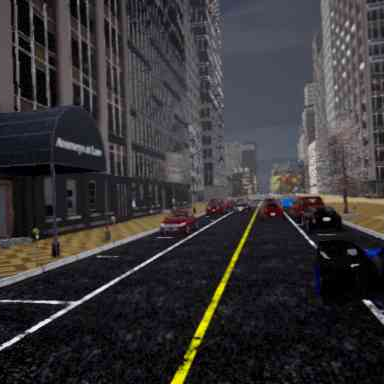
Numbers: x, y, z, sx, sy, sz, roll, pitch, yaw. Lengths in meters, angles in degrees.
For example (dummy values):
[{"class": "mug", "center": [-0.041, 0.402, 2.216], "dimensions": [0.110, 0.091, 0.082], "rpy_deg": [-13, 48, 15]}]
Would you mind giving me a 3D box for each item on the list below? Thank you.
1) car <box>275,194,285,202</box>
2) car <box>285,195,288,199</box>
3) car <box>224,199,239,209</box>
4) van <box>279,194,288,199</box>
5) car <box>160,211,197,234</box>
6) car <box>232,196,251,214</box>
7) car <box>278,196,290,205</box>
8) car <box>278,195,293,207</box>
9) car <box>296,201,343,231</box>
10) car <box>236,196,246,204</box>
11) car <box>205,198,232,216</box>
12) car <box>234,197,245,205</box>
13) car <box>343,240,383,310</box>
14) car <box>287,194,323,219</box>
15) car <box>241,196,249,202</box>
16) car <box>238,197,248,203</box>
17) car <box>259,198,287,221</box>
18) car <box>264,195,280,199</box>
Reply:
[{"class": "car", "center": [19.310, 1.376, 73.356], "dimensions": [1.967, 1.590, 4.097], "rpy_deg": [-2, -1, 12]}, {"class": "car", "center": [9.797, 1.330, 30.075], "dimensions": [1.967, 1.590, 4.097], "rpy_deg": [-2, -1, 12]}, {"class": "car", "center": [6.382, 1.852, 53.511], "dimensions": [1.887, 1.381, 4.507], "rpy_deg": [-2, -1, 12]}, {"class": "van", "center": [13.360, 1.248, 46.306], "dimensions": [1.690, 1.788, 3.998], "rpy_deg": [-2, -1, 12]}, {"class": "car", "center": [-0.751, 1.854, 21.049], "dimensions": [1.802, 1.307, 4.206], "rpy_deg": [-2, -1, 12]}, {"class": "car", "center": [5.834, 1.660, 38.734], "dimensions": [2.128, 1.511, 4.902], "rpy_deg": [-3, -1, 13]}, {"class": "car", "center": [15.783, 1.444, 57.290], "dimensions": [1.752, 1.417, 4.829], "rpy_deg": [-2, -1, 12]}, {"class": "car", "center": [14.554, 1.353, 51.715], "dimensions": [1.967, 1.590, 4.097], "rpy_deg": [-2, -1, 12]}, {"class": "car", "center": [7.425, 1.443, 19.253], "dimensions": [1.947, 1.339, 4.313], "rpy_deg": [-2, -1, 12]}, {"class": "car", "center": [11.134, 1.771, 75.152], "dimensions": [1.967, 1.590, 4.097], "rpy_deg": [-2, -1, 12]}, {"class": "car", "center": [2.805, 1.605, 37.282], "dimensions": [2.192, 1.841, 5.009], "rpy_deg": [-2, -1, 12]}, {"class": "car", "center": [9.949, 1.870, 69.740], "dimensions": [1.887, 1.381, 4.507], "rpy_deg": [-2, -1, 12]}, {"class": "car", "center": [3.946, 1.354, 4.992], "dimensions": [1.882, 1.535, 5.008], "rpy_deg": [-3, -1, 12]}, {"class": "car", "center": [8.604, 1.199, 24.666], "dimensions": [2.192, 1.841, 5.009], "rpy_deg": [-2, -1, 12]}, {"class": "car", "center": [14.705, 1.892, 91.381], "dimensions": [1.887, 1.381, 4.507], "rpy_deg": [-2, -1, 12]}, {"class": "car", "center": [12.327, 1.887, 80.561], "dimensions": [2.008, 1.369, 4.403], "rpy_deg": [-2, -1, 12]}, {"class": "car", "center": [6.615, 1.534, 27.635], "dimensions": [1.812, 1.442, 4.674], "rpy_deg": [-3, -1, 11]}, {"class": "car", "center": [10.069, 1.531, 43.369], "dimensions": [1.837, 1.490, 4.892], "rpy_deg": [-3, -1, 12]}]
